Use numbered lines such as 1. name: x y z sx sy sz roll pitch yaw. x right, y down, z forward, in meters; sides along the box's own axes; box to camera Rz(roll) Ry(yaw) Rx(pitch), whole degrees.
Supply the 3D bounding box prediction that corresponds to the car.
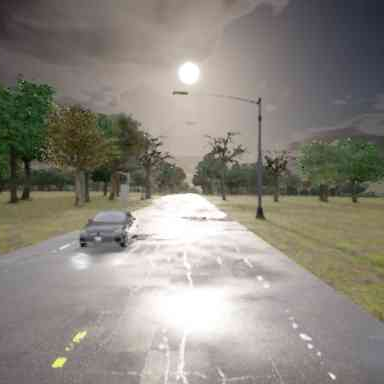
1. car: -3.550 1.524 14.976 1.812 1.442 4.674 0 0 0
